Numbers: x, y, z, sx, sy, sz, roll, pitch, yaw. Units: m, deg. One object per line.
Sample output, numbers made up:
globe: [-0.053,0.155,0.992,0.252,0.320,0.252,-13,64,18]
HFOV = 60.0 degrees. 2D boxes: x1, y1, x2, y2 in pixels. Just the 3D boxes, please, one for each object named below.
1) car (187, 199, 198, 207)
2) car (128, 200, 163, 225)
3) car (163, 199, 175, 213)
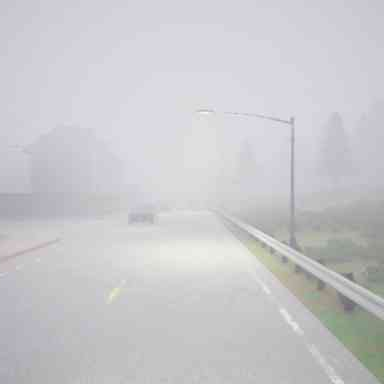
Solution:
car: [0.026,1.902,57.823,1.895,1.301,4.718,0,0,0]
car: [-3.631,1.611,25.505,1.882,1.535,5.008,0,0,0]
car: [-3.648,1.705,40.652,2.128,1.511,4.902,0,0,0]
